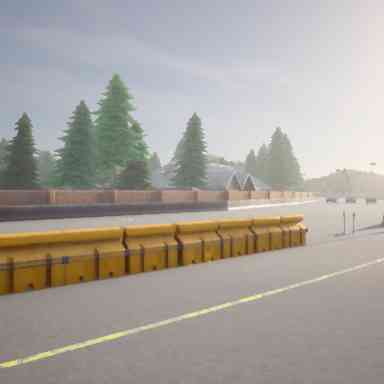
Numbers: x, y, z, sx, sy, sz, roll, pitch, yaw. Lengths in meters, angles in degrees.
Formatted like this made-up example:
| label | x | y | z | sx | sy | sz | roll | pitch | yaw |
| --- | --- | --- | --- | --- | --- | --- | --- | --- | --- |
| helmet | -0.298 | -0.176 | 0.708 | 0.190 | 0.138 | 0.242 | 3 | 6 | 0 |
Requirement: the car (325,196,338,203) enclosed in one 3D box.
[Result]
| label | x | y | z | sx | sy | sz | roll | pitch | yaw |
| --- | --- | --- | --- | --- | --- | --- | --- | --- | --- |
| car | 27.765 | 1.542 | 66.158 | 1.895 | 1.301 | 4.718 | 0 | 0 | 30 |

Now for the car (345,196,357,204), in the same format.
| label | x | y | z | sx | sy | sz | roll | pitch | yaw |
| --- | --- | --- | --- | --- | --- | --- | --- | --- | --- |
| car | 30.880 | 1.494 | 64.547 | 1.837 | 1.490 | 4.892 | 0 | 0 | 30 |

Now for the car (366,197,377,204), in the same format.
| label | x | y | z | sx | sy | sz | roll | pitch | yaw |
| --- | --- | --- | --- | --- | --- | --- | --- | --- | --- |
| car | 33.955 | 1.584 | 62.877 | 1.895 | 1.301 | 4.718 | 0 | 0 | 30 |
